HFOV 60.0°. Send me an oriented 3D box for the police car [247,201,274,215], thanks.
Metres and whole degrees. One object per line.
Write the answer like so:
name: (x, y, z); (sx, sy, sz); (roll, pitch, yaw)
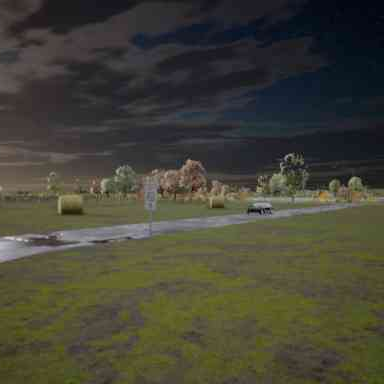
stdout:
police car: (8.497, 1.922, 41.506); (1.930, 1.638, 5.238); (-1, -1, 35)
